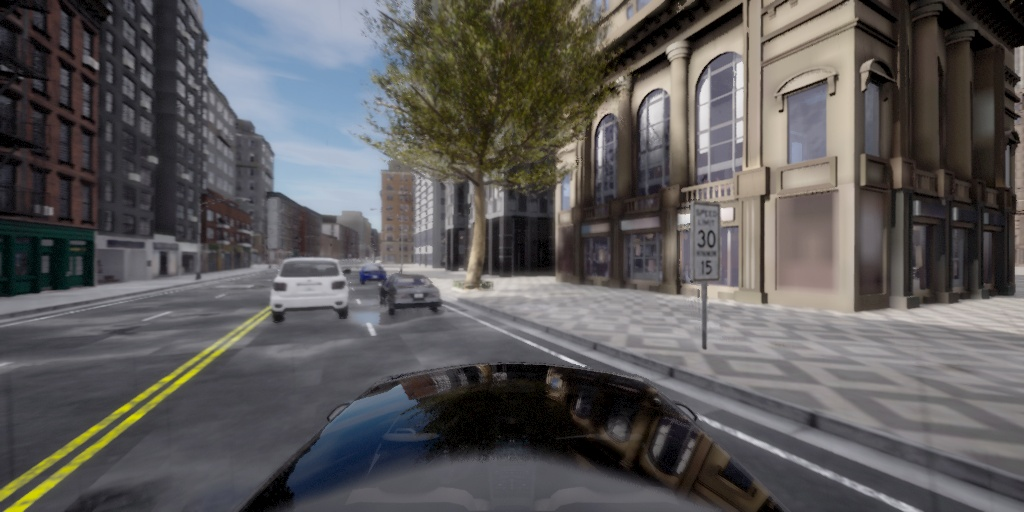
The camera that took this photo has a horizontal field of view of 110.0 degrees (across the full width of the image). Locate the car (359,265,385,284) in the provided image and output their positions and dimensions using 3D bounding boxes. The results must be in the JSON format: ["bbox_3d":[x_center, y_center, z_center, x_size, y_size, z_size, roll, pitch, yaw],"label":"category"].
[{"bbox_3d":[-11.475,1.445,29.552,1.882,1.535,5.008,0,0,-25],"label":"car"}]

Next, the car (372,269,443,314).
[{"bbox_3d":[-4.248,1.411,14.498,2.033,1.411,5.357,0,0,-25],"label":"car"}]

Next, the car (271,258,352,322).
[{"bbox_3d":[-7.205,1.075,13.154,2.150,2.045,5.566,0,0,-25],"label":"car"}]

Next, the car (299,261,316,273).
[{"bbox_3d":[-29.738,1.572,52.286,1.837,1.490,4.892,0,0,-25],"label":"car"}]

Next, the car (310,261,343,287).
[{"bbox_3d":[-14.055,1.301,27.407,2.097,1.767,4.553,0,-1,-25],"label":"car"}]
